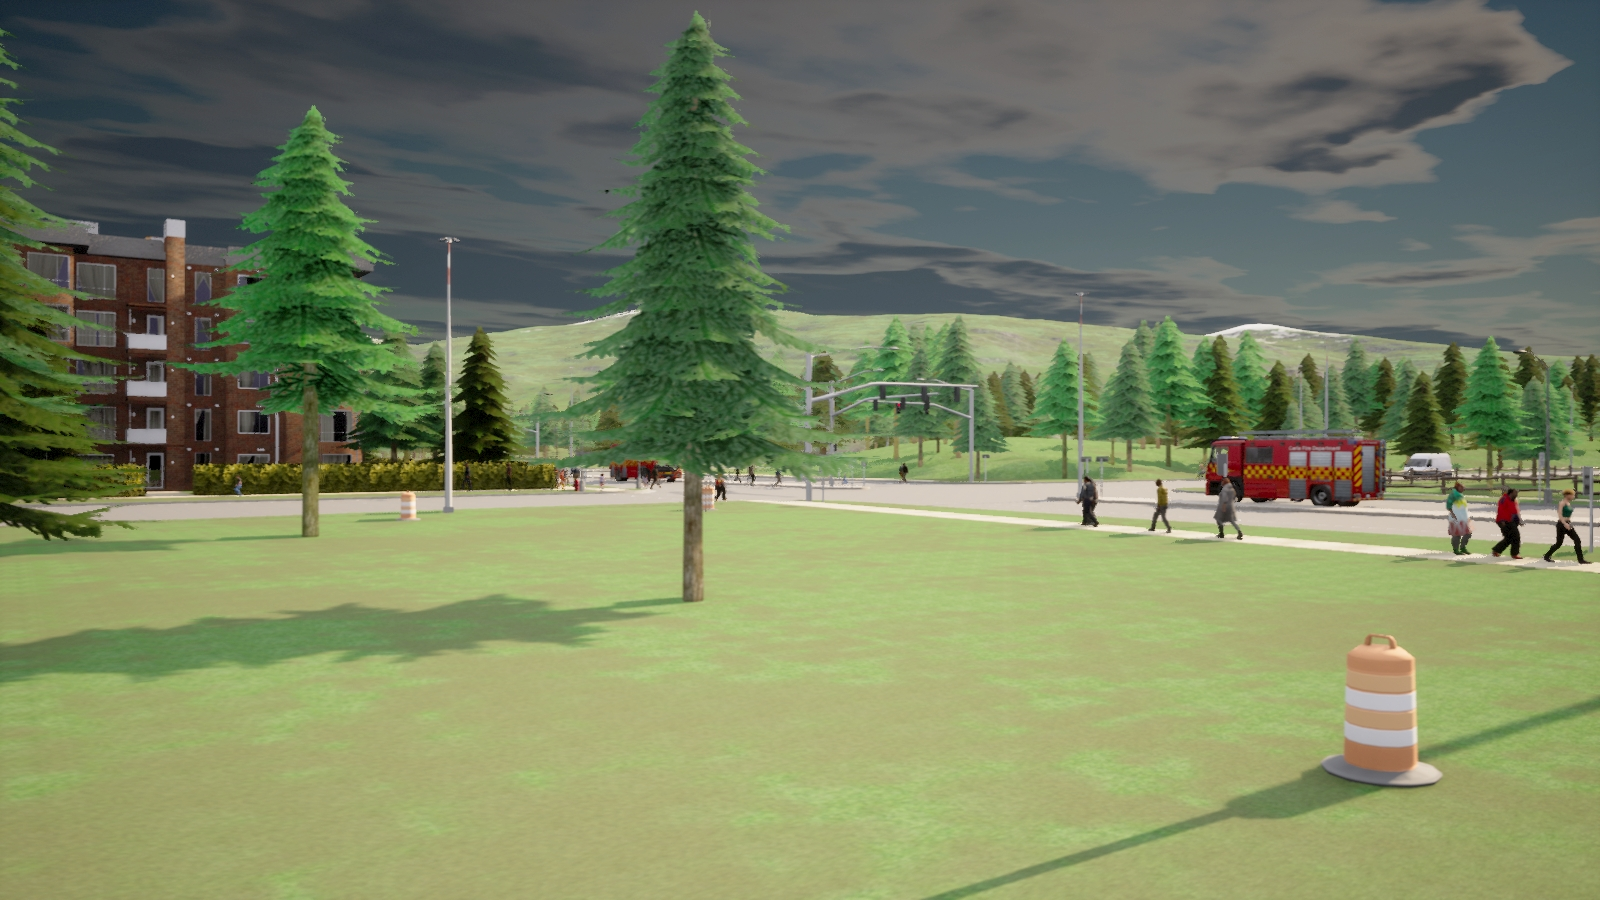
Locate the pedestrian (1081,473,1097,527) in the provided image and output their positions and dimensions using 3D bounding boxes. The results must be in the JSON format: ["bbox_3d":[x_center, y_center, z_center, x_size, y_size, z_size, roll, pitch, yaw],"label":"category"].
[{"bbox_3d":[9.946,1.719,39.316,0.375,1.860,0.375,0,0,-31],"label":"pedestrian"}]

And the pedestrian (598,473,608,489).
[{"bbox_3d":[-13.369,2.100,77.565,0.500,1.100,0.500,0,0,-34],"label":"pedestrian"}]

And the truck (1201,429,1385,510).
[{"bbox_3d":[25.230,0.931,58.915,2.891,3.827,8.468,0,0,-34],"label":"truck"}]

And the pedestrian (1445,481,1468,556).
[{"bbox_3d":[16.609,1.720,28.912,0.375,1.860,0.375,0,0,-29],"label":"pedestrian"}]

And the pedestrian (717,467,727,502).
[{"bbox_3d":[-4.251,1.873,62.013,0.375,1.860,0.375,0,0,42],"label":"pedestrian"}]

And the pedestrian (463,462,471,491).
[{"bbox_3d":[-21.294,1.715,73.079,0.375,1.860,0.375,0,0,-35],"label":"pedestrian"}]

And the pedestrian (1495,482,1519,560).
[{"bbox_3d":[17.214,1.719,27.815,0.375,1.860,0.375,0,0,-29],"label":"pedestrian"}]

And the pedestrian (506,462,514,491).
[{"bbox_3d":[-18.964,1.717,74.721,0.375,1.860,0.375,0,0,-34],"label":"pedestrian"}]

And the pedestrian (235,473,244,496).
[{"bbox_3d":[-32.189,1.985,65.636,0.375,1.300,0.375,0,0,-36],"label":"pedestrian"}]

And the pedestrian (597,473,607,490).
[{"bbox_3d":[-13.341,2.101,76.946,0.500,1.100,0.500,0,0,42],"label":"pedestrian"}]

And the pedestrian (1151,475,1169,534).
[{"bbox_3d":[11.489,1.719,36.465,0.375,1.860,0.375,0,0,-29],"label":"pedestrian"}]

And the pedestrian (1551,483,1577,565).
[{"bbox_3d":[17.832,1.719,26.658,0.375,1.860,0.375,0,0,-28],"label":"pedestrian"}]

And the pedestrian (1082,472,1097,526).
[{"bbox_3d":[10.144,1.720,40.021,0.375,1.860,0.375,0,0,-30],"label":"pedestrian"}]

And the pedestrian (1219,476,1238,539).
[{"bbox_3d":[12.794,1.719,34.076,0.375,1.860,0.375,0,0,-29],"label":"pedestrian"}]
